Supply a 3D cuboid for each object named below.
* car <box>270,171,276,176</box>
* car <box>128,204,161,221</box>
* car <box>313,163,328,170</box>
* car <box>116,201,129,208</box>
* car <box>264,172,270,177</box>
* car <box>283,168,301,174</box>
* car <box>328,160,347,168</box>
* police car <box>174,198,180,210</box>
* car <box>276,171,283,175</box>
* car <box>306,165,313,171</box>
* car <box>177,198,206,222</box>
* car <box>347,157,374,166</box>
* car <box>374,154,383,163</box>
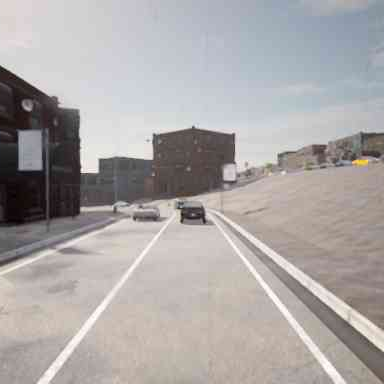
[{"bbox_3d":[21.197,-4.420,81.006,2.185,1.767,4.553,0,1,-1],"label":"car"},{"bbox_3d":[-3.642,1.625,27.160,1.895,1.301,4.718,0,0,0],"label":"car"},{"bbox_3d":[21.825,-3.957,53.385,2.231,1.521,4.892,0,1,-1],"label":"car"},{"bbox_3d":[-14.122,2.586,67.194,1.812,1.442,4.674,-1,-2,-36],"label":"car"},{"bbox_3d":[21.074,-4.480,86.524,2.185,1.767,4.553,0,1,-1],"label":"car"},{"bbox_3d":[21.448,-4.291,69.839,2.185,1.767,4.553,0,1,-1],"label":"car"},{"bbox_3d":[22.062,-3.821,47.844,2.002,1.452,4.674,0,1,-3],"label":"car"},{"bbox_3d":[-1.372,1.689,46.036,1.930,1.638,5.238,0,-1,-11],"label":"police car"},{"bbox_3d":[21.325,-4.189,75.333,2.002,1.452,4.674,0,1,-1],"label":"car"},{"bbox_3d":[21.693,-4.035,58.903,2.231,1.521,4.892,0,1,-1],"label":"car"},{"bbox_3d":[0.079,1.498,26.258,1.882,1.535,5.008,0,0,0],"label":"car"},{"bbox_3d":[22.418,-3.760,42.307,2.097,1.535,5.008,0,1,-4],"label":"car"},{"bbox_3d":[22.890,-3.785,36.801,2.185,1.767,4.553,0,1,-5],"label":"car"}]
